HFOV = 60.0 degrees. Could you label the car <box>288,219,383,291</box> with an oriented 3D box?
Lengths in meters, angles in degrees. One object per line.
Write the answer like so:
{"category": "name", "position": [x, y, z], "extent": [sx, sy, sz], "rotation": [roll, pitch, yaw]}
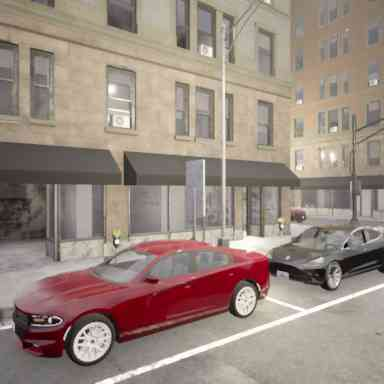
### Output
{"category": "car", "position": [3.873, 1.563, 9.030], "extent": [4.313, 1.339, 1.947], "rotation": [0, 0, -36]}

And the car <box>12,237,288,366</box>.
{"category": "car", "position": [-0.583, 1.544, 5.788], "extent": [4.507, 1.381, 1.887], "rotation": [0, 0, -36]}

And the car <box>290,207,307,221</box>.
{"category": "car", "position": [6.430, 1.539, 25.706], "extent": [1.882, 1.535, 5.008], "rotation": [0, 0, -36]}
